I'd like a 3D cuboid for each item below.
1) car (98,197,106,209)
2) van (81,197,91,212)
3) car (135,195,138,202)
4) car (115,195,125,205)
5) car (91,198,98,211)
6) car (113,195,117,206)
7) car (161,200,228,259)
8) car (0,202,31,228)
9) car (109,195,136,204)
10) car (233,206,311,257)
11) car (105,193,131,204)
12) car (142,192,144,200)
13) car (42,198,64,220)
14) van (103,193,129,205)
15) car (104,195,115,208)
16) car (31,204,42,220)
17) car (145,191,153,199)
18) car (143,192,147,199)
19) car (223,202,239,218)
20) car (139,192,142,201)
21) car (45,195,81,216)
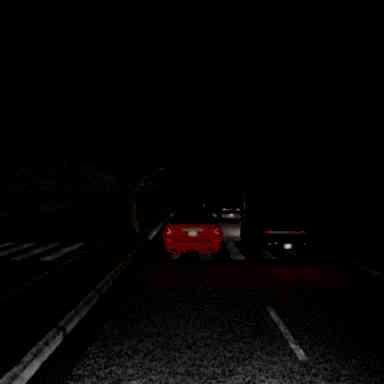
[{"bbox_3d":[-13.898,1.656,42.328,4.792,1.488,2.163,-1,0,-20],"label":"car"},{"bbox_3d":[-13.770,1.393,36.424,4.442,1.987,1.878,-1,-1,-20],"label":"van"},{"bbox_3d":[-13.837,1.252,63.247,5.566,2.045,2.435,-1,0,-20],"label":"car"},{"bbox_3d":[-13.861,1.617,54.282,4.674,1.452,2.002,-1,1,-20],"label":"car"},{"bbox_3d":[-13.868,1.663,39.356,4.674,1.452,2.002,-1,0,-20],"label":"car"},{"bbox_3d":[-13.841,1.640,48.325,4.792,1.488,2.163,-1,0,-20],"label":"car"},{"bbox_3d":[0.045,1.367,12.869,2.097,1.767,4.553,0,0,0],"label":"car"},{"bbox_3d":[-13.712,1.539,21.520,5.366,1.575,1.946,-1,-1,-20],"label":"car"},{"bbox_3d":[-13.851,1.478,66.217,4.892,1.521,2.231,-1,1,-20],"label":"car"},{"bbox_3d":[3.046,1.508,12.928,2.128,1.511,4.902,0,0,0],"label":"car"},{"bbox_3d":[-13.892,1.305,57.251,5.566,2.045,2.435,-1,1,-20],"label":"car"},{"bbox_3d":[-13.847,1.438,75.164,4.674,1.452,2.002,-1,1,-20],"label":"car"},{"bbox_3d":[-13.707,1.575,27.486,5.366,1.575,1.946,-1,-1,-20],"label":"car"},{"bbox_3d":[-13.756,1.303,60.294,4.442,1.987,1.878,-1,0,-20],"label":"van"},{"bbox_3d":[-13.698,1.614,45.397,5.366,1.575,1.946,-1,0,-20],"label":"car"},{"bbox_3d":[-13.909,1.592,24.424,4.792,1.488,2.163,-1,0,-20],"label":"car"},{"bbox_3d":[-13.817,1.293,90.188,4.792,1.488,2.163,-1,0,-20],"label":"car"},{"bbox_3d":[-13.824,1.400,78.183,4.792,1.488,2.163,-1,0,-20],"label":"car"},{"bbox_3d":[3.046,1.580,27.944,2.128,1.511,4.902,0,0,0],"label":"car"},{"bbox_3d":[-13.826,1.298,72.191,4.553,1.767,2.185,-1,1,-20],"label":"car"},{"bbox_3d":[-13.850,1.484,33.396,4.553,1.767,2.185,-1,0,-20],"label":"car"}]
